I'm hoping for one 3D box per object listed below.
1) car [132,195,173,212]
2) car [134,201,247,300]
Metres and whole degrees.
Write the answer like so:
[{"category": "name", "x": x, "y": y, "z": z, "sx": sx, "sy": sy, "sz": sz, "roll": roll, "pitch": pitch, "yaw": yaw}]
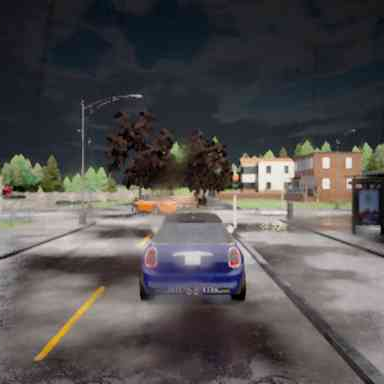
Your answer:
[{"category": "car", "x": -3.523, "y": 1.086, "z": 30.416, "sx": 2.097, "sy": 1.767, "sz": 4.553, "roll": -1, "pitch": 1, "yaw": -43}, {"category": "car", "x": 0.028, "y": 1.278, "z": 8.336, "sx": 2.097, "sy": 1.767, "sz": 4.553, "roll": 0, "pitch": 0, "yaw": 0}]
